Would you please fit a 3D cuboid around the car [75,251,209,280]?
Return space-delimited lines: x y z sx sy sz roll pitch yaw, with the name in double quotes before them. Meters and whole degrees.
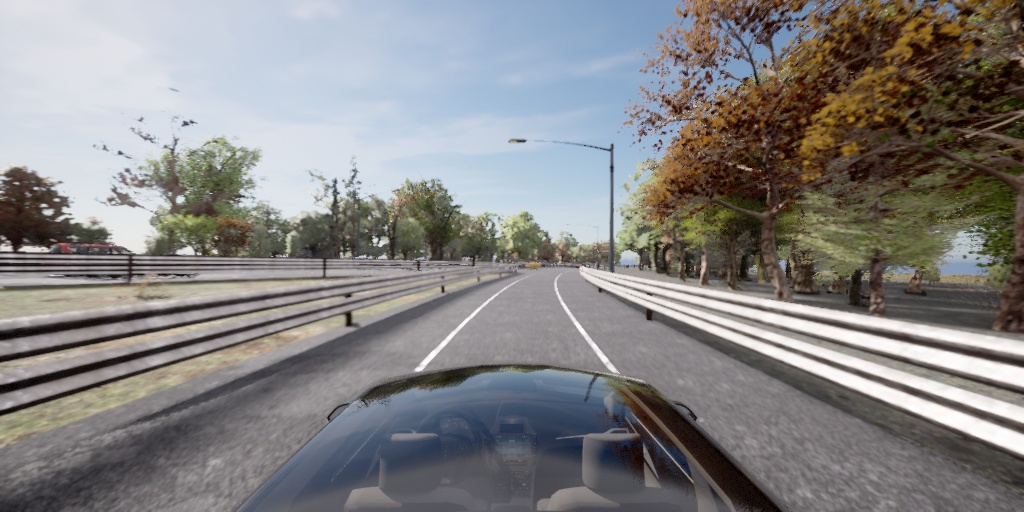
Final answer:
"car" -21.900 0.636 21.780 2.033 1.411 5.357 0 -1 26

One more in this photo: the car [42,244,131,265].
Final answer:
"car" -28.145 0.279 24.973 2.150 2.045 5.566 0 -1 26

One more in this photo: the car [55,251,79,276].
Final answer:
"car" -25.031 0.628 23.343 2.033 1.411 5.357 0 -1 26

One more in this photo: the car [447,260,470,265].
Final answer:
"car" -8.451 1.455 57.222 1.882 1.535 5.008 0 -1 26

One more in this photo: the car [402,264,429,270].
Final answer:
"car" -14.224 1.323 53.356 1.837 1.490 4.892 0 -1 26
